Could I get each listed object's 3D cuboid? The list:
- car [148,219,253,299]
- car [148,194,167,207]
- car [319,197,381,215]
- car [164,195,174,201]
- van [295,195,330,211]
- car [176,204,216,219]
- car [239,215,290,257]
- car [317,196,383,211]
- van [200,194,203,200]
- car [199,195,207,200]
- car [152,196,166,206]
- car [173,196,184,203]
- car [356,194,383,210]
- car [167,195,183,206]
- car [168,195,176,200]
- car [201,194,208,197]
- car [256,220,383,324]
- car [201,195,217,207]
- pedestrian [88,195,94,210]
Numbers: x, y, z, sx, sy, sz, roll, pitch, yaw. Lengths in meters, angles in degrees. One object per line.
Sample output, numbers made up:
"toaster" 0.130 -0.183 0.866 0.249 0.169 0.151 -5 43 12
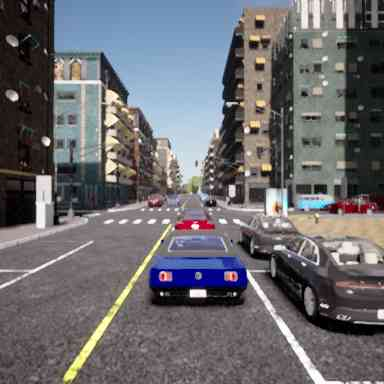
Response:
"car" 0.122 1.593 8.408 1.895 1.301 4.718 0 0 0
"car" -5.538 1.270 50.846 2.192 1.841 5.009 1 0 0
"car" 13.782 1.376 29.193 4.206 1.307 1.802 0 0 1
"car" -5.466 1.498 78.702 1.947 1.339 4.313 1 0 0
"van" 13.865 1.249 37.574 3.998 1.788 1.690 0 0 1
"car" 0.142 1.548 17.271 1.994 1.385 4.181 0 0 0
"car" 2.864 1.539 12.591 2.008 1.369 4.403 1 0 0
"car" 16.508 1.399 34.964 5.357 1.411 2.033 0 -1 1
"van" 2.916 1.273 78.640 1.690 1.788 3.998 1 0 0
"car" 2.944 1.468 89.781 1.887 1.381 4.507 1 0 0
"car" -5.527 1.495 56.418 1.887 1.381 4.507 1 0 0
"car" -2.813 1.485 69.365 2.033 1.411 5.357 0 0 0
"car" 19.392 1.180 37.519 5.009 1.841 2.192 0 0 1
"car" -2.939 1.305 52.777 2.097 1.767 4.553 0 0 0
"car" -5.437 1.489 89.844 1.947 1.339 4.313 1 0 0
"car" 2.853 1.532 56.355 1.802 1.307 4.206 1 0 0
"car" 2.849 1.544 7.021 2.008 1.369 4.403 1 0 0
"car" 2.838 1.520 50.784 1.947 1.339 4.313 1 0 0
"pedestrian" -12.418 1.296 40.790 0.375 1.860 0.375 0 0 1
